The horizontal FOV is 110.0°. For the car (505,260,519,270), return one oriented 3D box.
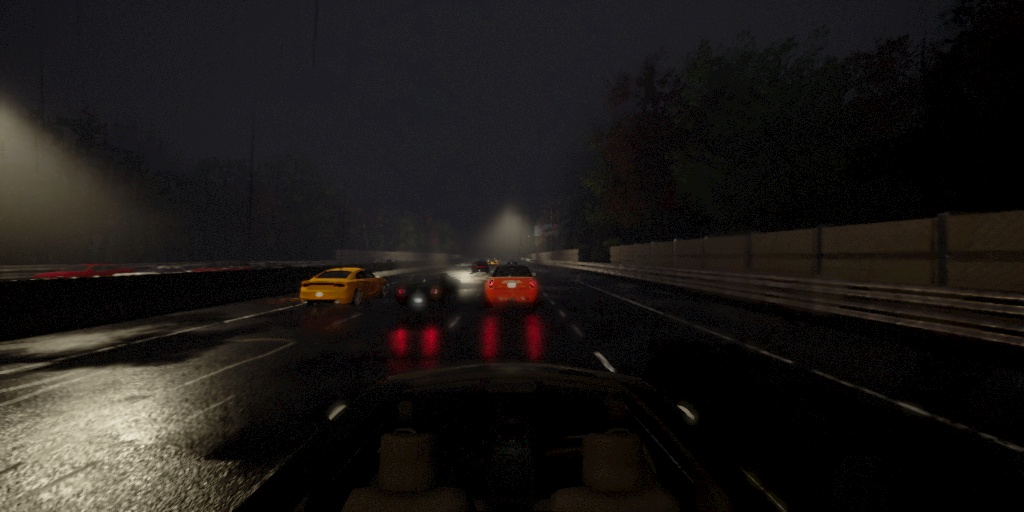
[{"bbox_3d":[0.019,1.372,54.875,1.994,1.385,4.181,0,0,0],"label":"car"}]

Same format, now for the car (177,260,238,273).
[{"bbox_3d":[-21.074,1.128,26.147,2.097,1.767,4.553,0,0,0],"label":"car"}]

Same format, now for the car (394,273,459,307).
[{"bbox_3d":[-3.493,1.366,15.631,1.895,1.301,4.718,0,0,0],"label":"car"}]

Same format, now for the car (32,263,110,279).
[{"bbox_3d":[-28.073,1.252,23.783,1.882,1.535,5.008,0,0,0],"label":"car"}]

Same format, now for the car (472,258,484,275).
[{"bbox_3d":[-3.486,1.299,40.858,1.837,1.490,4.892,0,0,0],"label":"car"}]

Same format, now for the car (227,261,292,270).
[{"bbox_3d":[-17.577,1.281,25.956,1.837,1.490,4.892,0,0,0],"label":"car"}]

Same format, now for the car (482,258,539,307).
[{"bbox_3d":[0.006,1.117,15.687,2.097,1.767,4.553,0,0,0],"label":"car"}]

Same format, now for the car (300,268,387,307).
[{"bbox_3d":[-6.998,1.243,15.511,1.882,1.535,5.008,0,0,0],"label":"car"}]

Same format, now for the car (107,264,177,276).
[{"bbox_3d":[-24.578,1.376,25.101,1.895,1.301,4.718,0,0,0],"label":"car"}]
